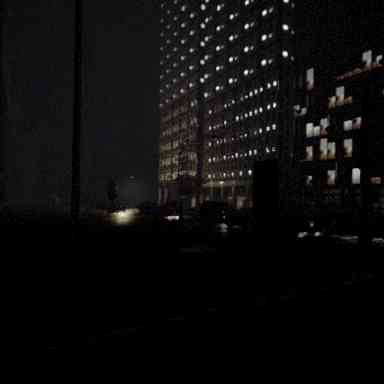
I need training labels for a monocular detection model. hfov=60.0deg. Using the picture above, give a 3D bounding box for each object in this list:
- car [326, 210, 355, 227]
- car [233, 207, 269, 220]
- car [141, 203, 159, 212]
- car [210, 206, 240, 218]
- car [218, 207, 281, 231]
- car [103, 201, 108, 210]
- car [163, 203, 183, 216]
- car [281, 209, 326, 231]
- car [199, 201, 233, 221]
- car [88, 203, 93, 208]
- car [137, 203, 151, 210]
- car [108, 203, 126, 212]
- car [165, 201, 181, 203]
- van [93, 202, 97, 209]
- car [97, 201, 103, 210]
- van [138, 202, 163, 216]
[{"bbox_3d":[11.639,2.186,28.312,2.008,1.369,4.403,0,-1,-26],"label":"car"},{"bbox_3d":[6.694,2.421,38.415,1.947,1.339,4.313,0,-1,-26],"label":"car"},{"bbox_3d":[-7.840,2.839,62.021,1.882,1.535,5.008,1,-2,-26],"label":"car"},{"bbox_3d":[4.222,2.532,43.467,1.947,1.339,4.313,0,-1,-26],"label":"car"},{"bbox_3d":[4.112,2.037,24.631,2.008,1.369,4.403,0,-1,-26],"label":"car"},{"bbox_3d":[-15.593,2.909,64.892,1.752,1.417,4.829,0,-1,-26],"label":"car"},{"bbox_3d":[-3.155,2.526,45.418,1.994,1.385,4.181,1,-2,-27],"label":"car"},{"bbox_3d":[7.012,1.999,24.625,2.128,1.511,4.902,1,-2,-26],"label":"car"},{"bbox_3d":[2.708,1.921,33.426,2.150,2.045,5.566,1,-2,-26],"label":"car"},{"bbox_3d":[-25.555,3.402,85.248,1.887,1.381,4.507,0,-1,-26],"label":"car"},{"bbox_3d":[-10.612,3.235,73.775,1.802,1.307,4.206,0,-1,-26],"label":"car"},{"bbox_3d":[-13.194,2.822,59.992,2.008,1.369,4.403,0,-1,-26],"label":"car"},{"bbox_3d":[-3.268,2.375,52.806,2.150,2.045,5.566,1,-2,-26],"label":"car"},{"bbox_3d":[-20.613,2.963,75.150,1.690,1.788,3.998,0,-1,-26],"label":"van"},{"bbox_3d":[-18.139,3.049,70.095,1.887,1.381,4.507,0,-1,-26],"label":"car"},{"bbox_3d":[-5.779,2.271,44.842,1.690,1.788,3.998,0,-1,-26],"label":"van"}]
